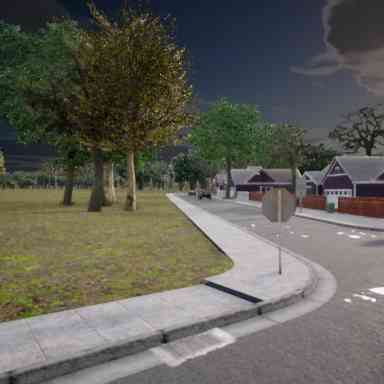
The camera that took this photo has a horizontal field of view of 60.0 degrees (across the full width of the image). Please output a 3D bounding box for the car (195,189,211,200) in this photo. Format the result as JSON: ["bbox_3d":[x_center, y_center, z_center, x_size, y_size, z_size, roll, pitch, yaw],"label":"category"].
[{"bbox_3d":[2.431,0.417,65.495,2.150,2.045,5.566,-1,1,-6],"label":"car"}]

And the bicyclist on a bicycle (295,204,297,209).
[{"bbox_3d":[8.964,0.951,30.879,1.656,1.620,0.582,-1,1,-6],"label":"bicyclist on a bicycle"}]

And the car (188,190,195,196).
[{"bbox_3d":[-0.064,0.266,90.120,1.882,1.535,5.008,-1,1,-6],"label":"car"}]
